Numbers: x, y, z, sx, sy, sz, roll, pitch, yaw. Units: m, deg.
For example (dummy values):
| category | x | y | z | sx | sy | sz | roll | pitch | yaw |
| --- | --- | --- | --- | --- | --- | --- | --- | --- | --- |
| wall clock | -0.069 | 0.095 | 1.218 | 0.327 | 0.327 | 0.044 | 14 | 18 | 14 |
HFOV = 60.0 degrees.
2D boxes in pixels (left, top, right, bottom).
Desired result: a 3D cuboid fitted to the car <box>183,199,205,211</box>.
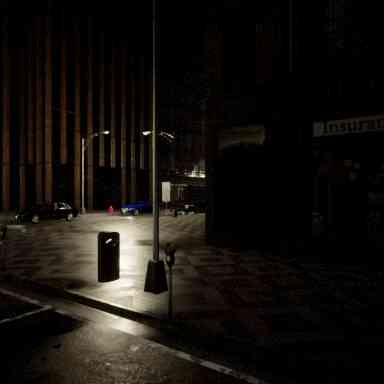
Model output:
| category | x | y | z | sx | sy | sz | roll | pitch | yaw |
| --- | --- | --- | --- | --- | --- | --- | --- | --- | --- |
| car | 0.764 | 1.628 | 42.663 | 2.128 | 1.511 | 4.902 | 0 | 0 | 35 |

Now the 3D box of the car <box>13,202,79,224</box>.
| category | x | y | z | sx | sy | sz | roll | pitch | yaw |
| --- | --- | --- | --- | --- | --- | --- | --- | --- | --- |
| car | -11.184 | 1.568 | 25.791 | 1.837 | 1.490 | 4.892 | 0 | 0 | 35 |

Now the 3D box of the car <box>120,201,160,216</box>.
| category | x | y | z | sx | sy | sz | roll | pitch | yaw |
| --- | --- | --- | --- | --- | --- | --- | --- | --- | --- |
| car | -5.251 | 1.626 | 34.184 | 1.812 | 1.442 | 4.674 | 0 | 0 | 36 |
